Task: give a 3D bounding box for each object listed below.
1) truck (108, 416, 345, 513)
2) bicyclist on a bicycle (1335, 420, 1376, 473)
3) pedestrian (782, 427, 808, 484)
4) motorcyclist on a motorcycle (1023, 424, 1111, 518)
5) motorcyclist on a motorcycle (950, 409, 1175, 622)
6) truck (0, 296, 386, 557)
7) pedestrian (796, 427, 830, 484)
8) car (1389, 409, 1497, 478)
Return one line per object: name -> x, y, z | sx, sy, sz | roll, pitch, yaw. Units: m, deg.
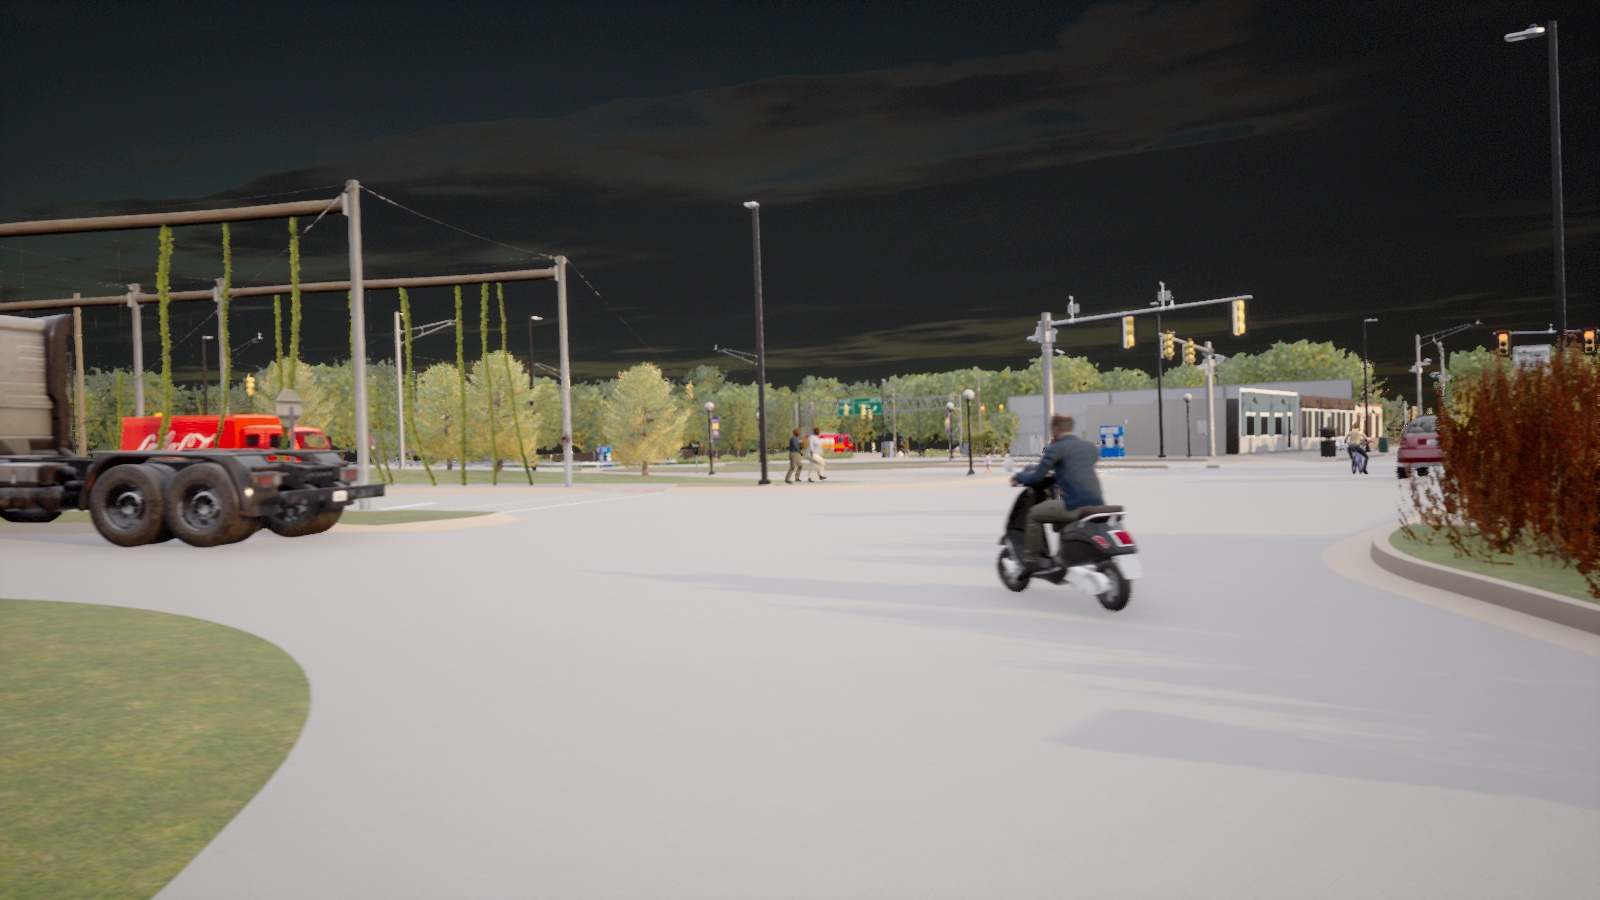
truck -> -15.414, 0.367, 33.942 | 5.204, 2.467, 2.627 | -1, 1, 10
bicyclist on a bicycle -> 17.455, -0.107, 39.415 | 0.866, 1.612, 1.509 | -2, -1, 35
pedestrian -> -0.164, 0.173, 40.779 | 0.726, 1.835, 0.370 | -2, 1, 4
motorcyclist on a motorcycle -> 4.712, 0.352, 22.043 | 0.866, 1.530, 2.191 | -3, -1, 28
motorcyclist on a motorcycle -> 2.140, 0.478, 10.505 | 0.866, 1.590, 1.817 | -3, 2, -26
truck -> -10.613, -0.374, 18.861 | 7.936, 3.462, 2.891 | 1, 1, 11
pedestrian -> 0.447, 0.167, 41.664 | 0.900, 1.855, 0.874 | -2, 1, 12
car -> 15.884, -0.149, 30.935 | 1.789, 1.549, 3.705 | -2, -1, 36
